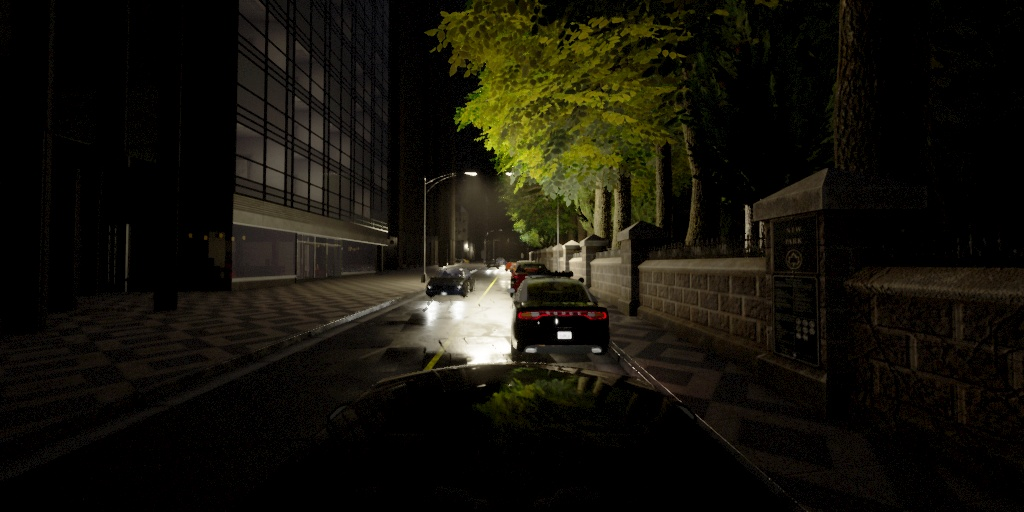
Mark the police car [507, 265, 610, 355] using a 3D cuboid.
[{"bbox_3d":[0.924,1.177,8.817,1.930,1.638,5.238,0,0,0],"label":"police car"}]

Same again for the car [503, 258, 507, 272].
[{"bbox_3d":[0.208,1.128,47.423,2.097,1.767,4.553,0,0,1],"label":"car"}]

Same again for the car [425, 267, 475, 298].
[{"bbox_3d":[-3.040,1.302,18.703,2.033,1.411,5.357,0,0,0],"label":"car"}]

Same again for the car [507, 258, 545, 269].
[{"bbox_3d":[0.958,1.105,18.680,2.097,1.767,4.553,0,0,0],"label":"car"}]

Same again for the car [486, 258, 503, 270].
[{"bbox_3d":[-2.907,1.277,54.680,2.128,1.511,4.902,0,0,0],"label":"car"}]
